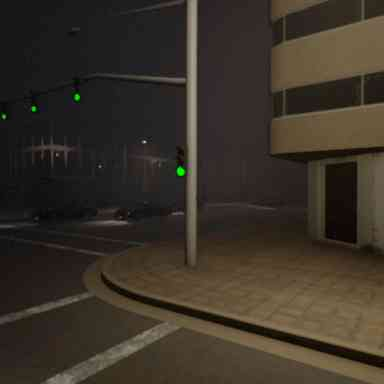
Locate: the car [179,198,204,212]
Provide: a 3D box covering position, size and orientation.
[{"bbox_3d":[-0.510,1.422,37.304,1.837,1.490,4.892,0,0,36],"label":"car"}]

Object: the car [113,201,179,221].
[{"bbox_3d":[-3.765,1.478,26.885,2.033,1.411,5.357,0,0,36],"label":"car"}]

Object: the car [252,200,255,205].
[{"bbox_3d":[11.657,1.474,53.864,2.033,1.411,5.357,0,0,36],"label":"car"}]

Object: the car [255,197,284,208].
[{"bbox_3d":[11.580,1.479,47.890,2.033,1.411,5.357,0,0,37],"label":"car"}]

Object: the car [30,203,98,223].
[{"bbox_3d":[-9.508,1.518,24.940,1.895,1.301,4.718,0,0,36],"label":"car"}]
